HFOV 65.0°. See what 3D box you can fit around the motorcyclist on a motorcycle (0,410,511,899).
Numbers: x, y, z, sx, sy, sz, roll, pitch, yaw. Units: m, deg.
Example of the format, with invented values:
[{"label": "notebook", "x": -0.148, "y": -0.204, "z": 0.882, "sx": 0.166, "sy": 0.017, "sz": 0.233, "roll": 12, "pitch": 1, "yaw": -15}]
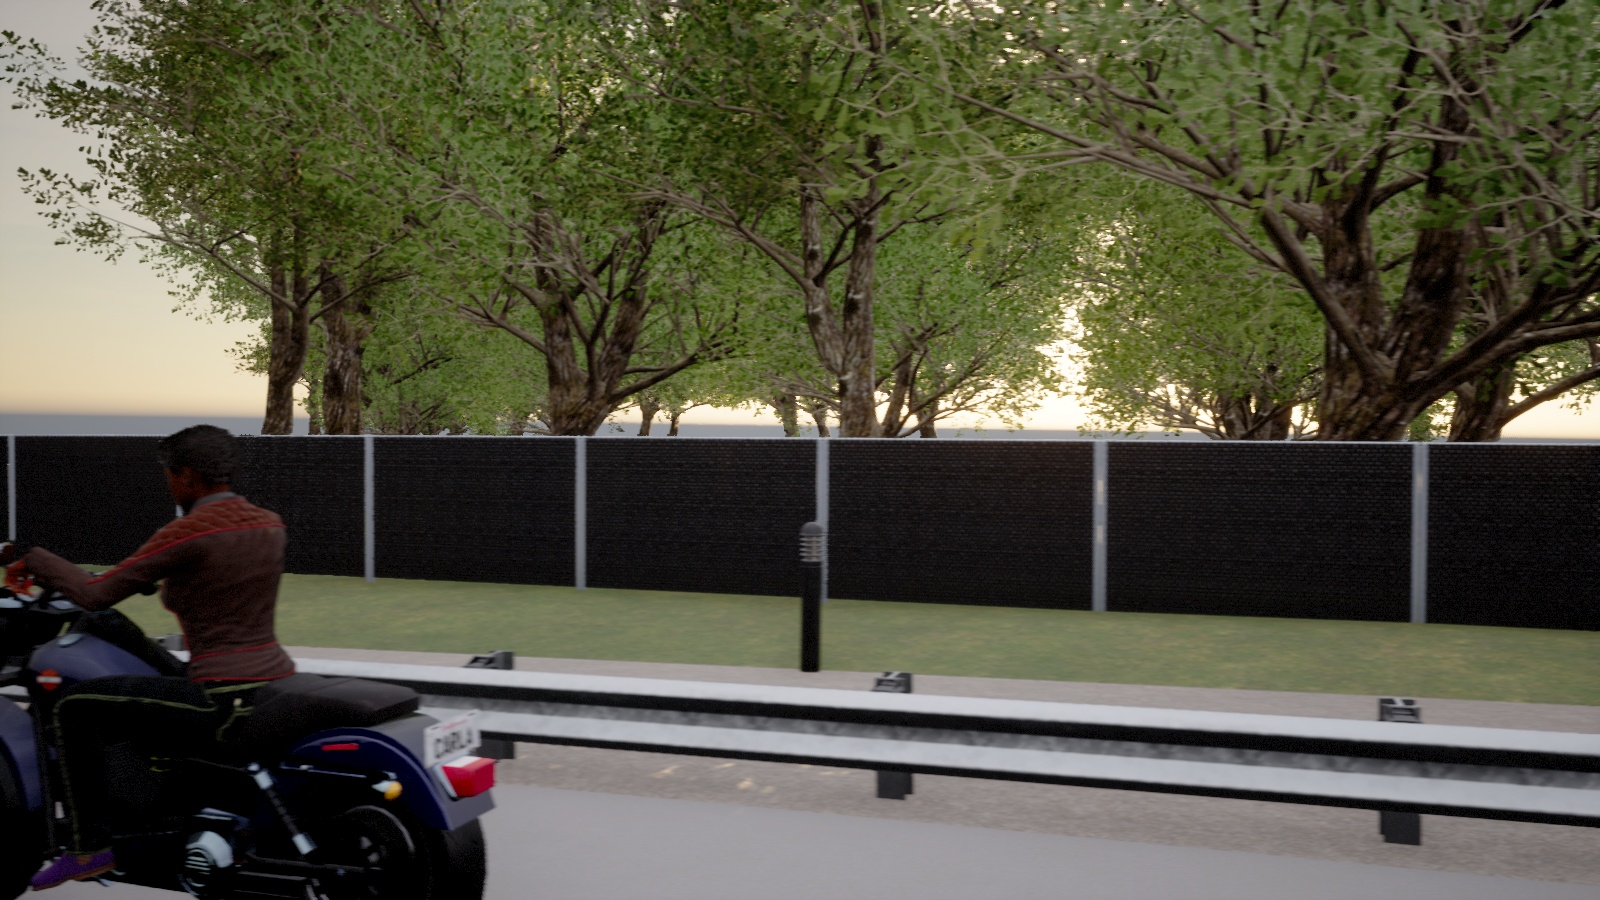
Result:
[{"label": "motorcyclist on a motorcycle", "x": -2.136, "y": 0.717, "z": 3.915, "sx": 2.350, "sy": 1.649, "sz": 0.766, "roll": 0, "pitch": 1, "yaw": 19}]
